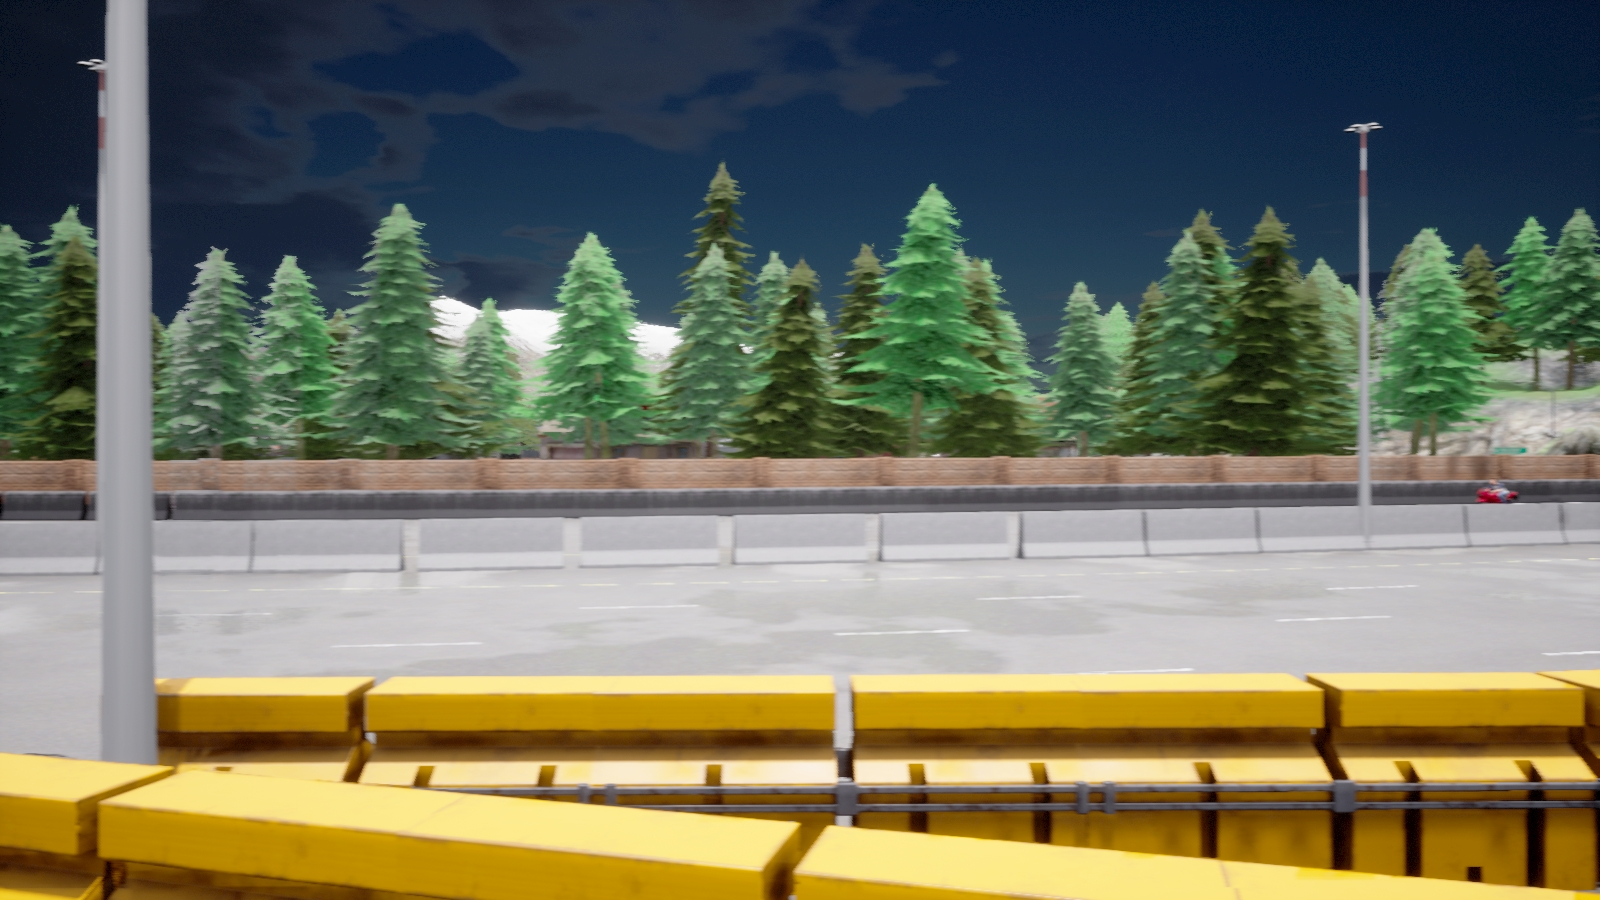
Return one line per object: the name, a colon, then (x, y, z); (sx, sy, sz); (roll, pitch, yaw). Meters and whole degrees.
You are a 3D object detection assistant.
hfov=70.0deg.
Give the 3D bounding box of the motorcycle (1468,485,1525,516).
motorcycle: (28.744, 2.068, 47.170); (2.033, 1.217, 0.803); (0, 0, -15)
